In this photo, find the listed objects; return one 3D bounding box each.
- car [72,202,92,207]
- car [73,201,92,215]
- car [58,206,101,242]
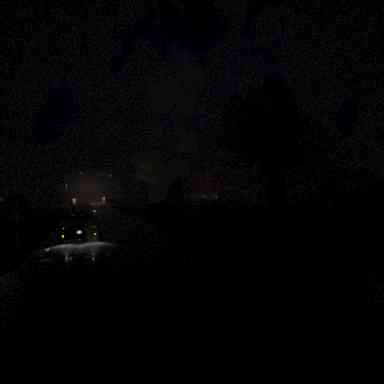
[{"bbox_3d":[-9.011,1.727,27.151,2.128,1.511,4.902,-2,0,-18],"label":"car"},{"bbox_3d":[-13.086,1.882,39.895,2.033,1.411,5.357,-2,0,-17],"label":"car"},{"bbox_3d":[-5.913,1.731,17.567,1.994,1.385,4.181,-2,0,-17],"label":"car"}]
